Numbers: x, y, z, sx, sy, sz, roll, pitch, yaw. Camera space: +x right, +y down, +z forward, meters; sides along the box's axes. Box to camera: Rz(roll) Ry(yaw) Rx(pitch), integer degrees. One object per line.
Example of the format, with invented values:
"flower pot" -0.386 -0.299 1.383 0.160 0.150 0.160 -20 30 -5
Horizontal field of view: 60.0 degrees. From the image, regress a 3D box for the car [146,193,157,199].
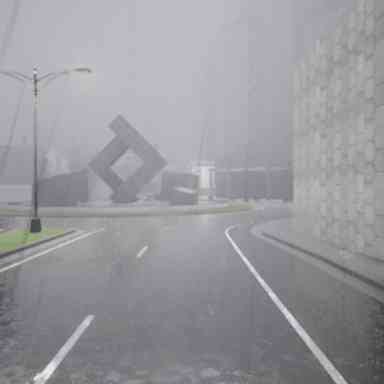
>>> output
"car" -10.446 0.956 85.609 1.882 1.535 5.008 0 0 3
